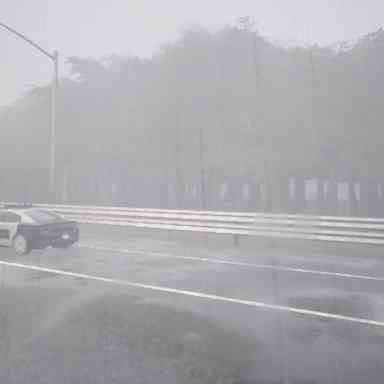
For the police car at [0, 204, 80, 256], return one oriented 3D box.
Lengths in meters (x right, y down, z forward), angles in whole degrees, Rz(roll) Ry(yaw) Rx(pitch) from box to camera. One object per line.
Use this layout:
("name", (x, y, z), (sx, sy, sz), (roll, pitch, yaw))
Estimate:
("police car", (-6.533, 1.271, 12.364), (5.238, 1.638, 1.930), (1, 0, 27))
